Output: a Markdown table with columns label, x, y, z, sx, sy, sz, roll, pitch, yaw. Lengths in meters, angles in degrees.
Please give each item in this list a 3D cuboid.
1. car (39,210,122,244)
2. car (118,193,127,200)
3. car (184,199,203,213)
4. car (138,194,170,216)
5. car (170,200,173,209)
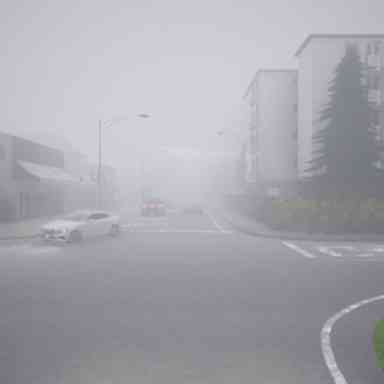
| label | x | y | z | sx | sy | sz | roll | pitch | yaw |
| --- | --- | --- | --- | --- | --- | --- | --- | --- | --- |
| car | -5.461 | 1.668 | 17.001 | 1.812 | 1.442 | 4.674 | 2 | 2 | 26 |
| car | -19.057 | 1.554 | 91.599 | 2.007 | 1.523 | 4.514 | 0 | 0 | 0 |
| car | 0.046 | 1.551 | 36.812 | 1.812 | 1.442 | 4.674 | 0 | 0 | 0 |
| car | -3.645 | 1.375 | 32.526 | 2.097 | 1.767 | 4.553 | 0 | 0 | 0 |
| car | -3.650 | 1.557 | 44.958 | 1.812 | 1.442 | 4.674 | 0 | 0 | 0 |
